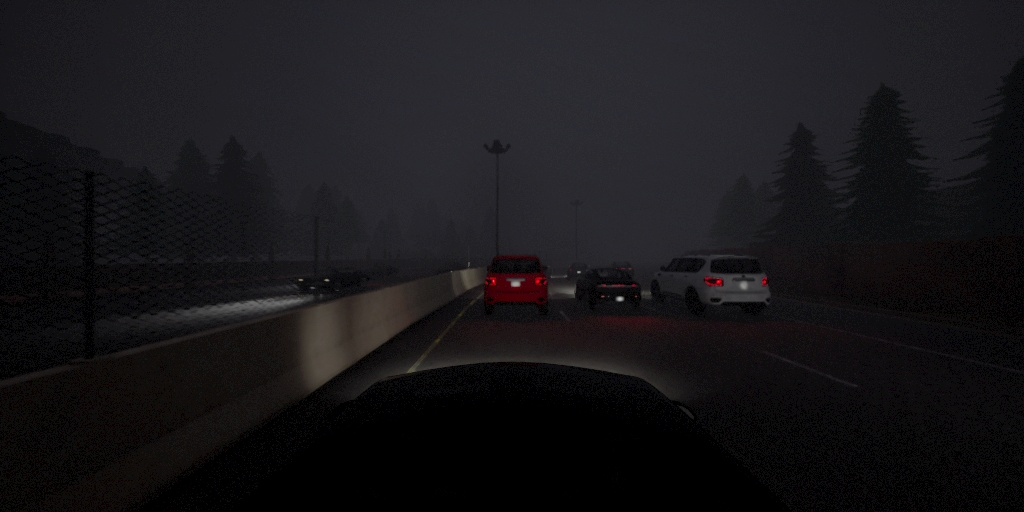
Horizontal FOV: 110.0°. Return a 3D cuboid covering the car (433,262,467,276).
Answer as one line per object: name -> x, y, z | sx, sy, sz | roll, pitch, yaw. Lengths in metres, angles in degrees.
car -> -5.166, 1.254, 30.782 | 1.812, 1.442, 4.674 | 0, 0, 11

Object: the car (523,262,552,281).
car -> 2.302, 1.293, 31.295 | 1.994, 1.385, 4.181 | 0, 0, 11

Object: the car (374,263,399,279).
car -> -12.085, 1.328, 32.013 | 1.895, 1.301, 4.718 | 0, 0, 11

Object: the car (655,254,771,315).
car -> 7.192, 0.964, 13.683 | 2.150, 2.045, 5.566 | 0, 0, 2

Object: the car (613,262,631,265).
car -> 9.276, 1.222, 30.593 | 2.128, 1.511, 4.902 | 0, 0, 12

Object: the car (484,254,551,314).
car -> 0.194, 0.962, 13.804 | 2.150, 2.045, 5.566 | 0, 0, 2

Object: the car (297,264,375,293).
car -> -10.134, 1.336, 20.771 | 1.895, 1.301, 4.718 | 0, 0, 5

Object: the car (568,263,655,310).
car -> 3.742, 1.233, 14.533 | 2.128, 1.511, 4.902 | 0, 0, 2
